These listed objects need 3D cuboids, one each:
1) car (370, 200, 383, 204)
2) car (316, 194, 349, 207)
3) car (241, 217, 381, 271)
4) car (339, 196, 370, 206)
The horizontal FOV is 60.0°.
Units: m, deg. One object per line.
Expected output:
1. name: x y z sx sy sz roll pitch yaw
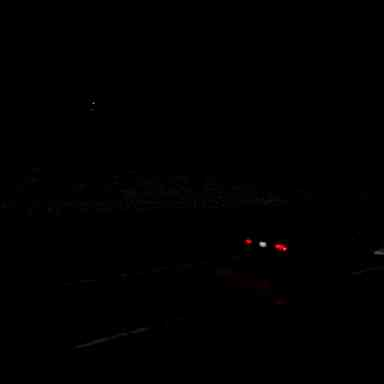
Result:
1. car: 22.470 1.432 37.417 4.553 1.767 2.097 0 0 -37
2. car: 18.476 1.299 43.169 5.566 2.045 2.150 0 0 -37
3. car: 4.080 1.560 10.968 5.357 1.411 2.033 0 0 -35
4. car: 20.300 1.555 40.166 5.008 1.535 1.882 0 0 -37
